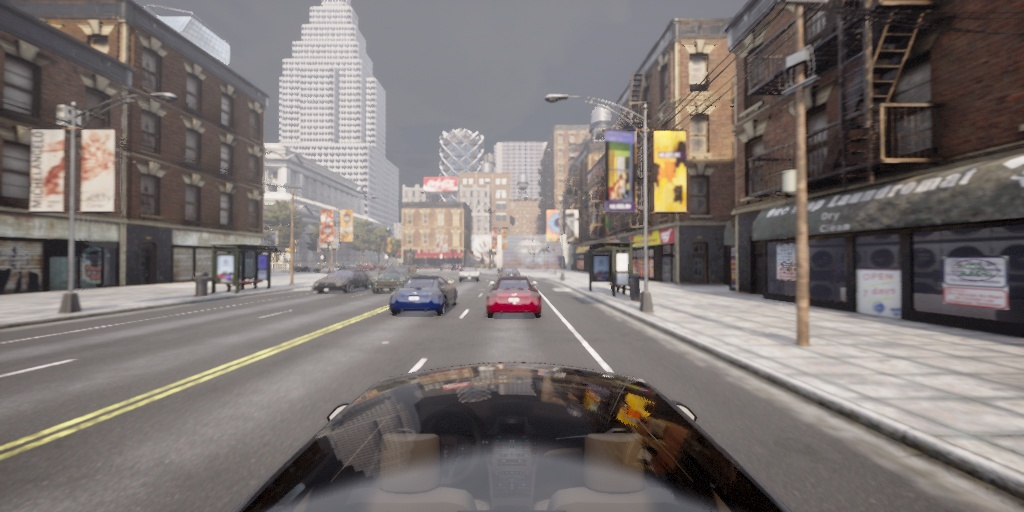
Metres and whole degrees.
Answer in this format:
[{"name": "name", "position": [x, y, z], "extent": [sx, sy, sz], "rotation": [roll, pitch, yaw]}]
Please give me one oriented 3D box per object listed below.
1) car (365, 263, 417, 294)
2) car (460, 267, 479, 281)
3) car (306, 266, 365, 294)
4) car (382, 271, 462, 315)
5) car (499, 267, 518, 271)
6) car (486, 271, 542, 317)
[{"name": "car", "position": [-7.232, 1.380, 22.778], "extent": [2.097, 1.767, 4.553], "rotation": [0, -1, -1]}, {"name": "car", "position": [-4.429, 1.800, 35.942], "extent": [1.895, 1.301, 4.718], "rotation": [0, -1, -11]}, {"name": "car", "position": [-10.626, 1.582, 23.193], "extent": [2.033, 1.411, 5.357], "rotation": [0, -1, 0]}, {"name": "car", "position": [-3.436, 1.483, 14.570], "extent": [1.994, 1.385, 4.181], "rotation": [0, -1, 0]}, {"name": "car", "position": [-0.336, 1.696, 32.183], "extent": [2.033, 1.411, 5.357], "rotation": [0, -1, -6]}, {"name": "car", "position": [0.066, 1.476, 14.087], "extent": [1.994, 1.385, 4.181], "rotation": [0, -1, 0]}]
